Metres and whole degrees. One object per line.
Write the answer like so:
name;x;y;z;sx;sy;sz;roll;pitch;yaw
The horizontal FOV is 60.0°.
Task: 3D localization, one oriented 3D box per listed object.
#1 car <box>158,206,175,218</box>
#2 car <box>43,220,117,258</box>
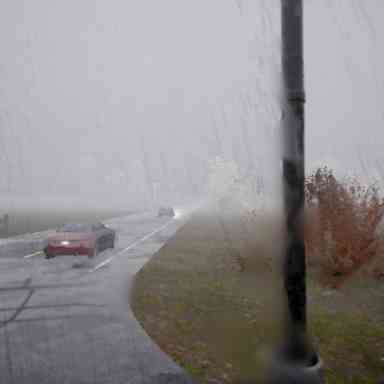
car;-3.464;2.651;45.205;2.128;1.511;4.902;0;-1;3
car;-4.610;1.905;14.241;1.994;1.385;4.181;0;-2;1
